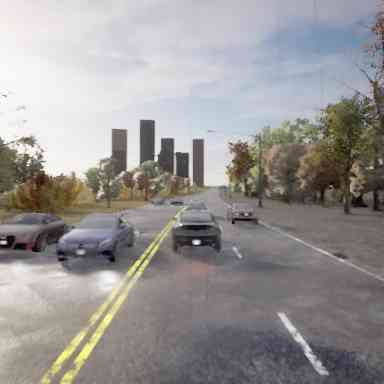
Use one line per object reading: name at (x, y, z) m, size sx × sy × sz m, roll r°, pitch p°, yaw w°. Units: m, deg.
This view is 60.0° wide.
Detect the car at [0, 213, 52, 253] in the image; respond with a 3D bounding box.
car at (-6.528, 1.562, 13.540) m, size 1.994 × 1.385 × 4.181 m, roll 0°, pitch 0°, yaw 1°

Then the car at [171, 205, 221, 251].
car at (0.177, 1.503, 14.050) m, size 1.837 × 1.490 × 4.892 m, roll 0°, pitch 0°, yaw 0°

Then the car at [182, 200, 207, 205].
car at (0.404, 1.548, 30.547) m, size 1.994 × 1.385 × 4.181 m, roll 0°, pitch 0°, yaw 1°

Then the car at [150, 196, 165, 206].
car at (-5.650, 1.427, 54.839) m, size 2.128 × 1.511 × 4.902 m, roll 0°, pitch 0°, yaw 2°

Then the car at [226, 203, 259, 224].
car at (3.569, 1.514, 24.186) m, size 2.033 × 1.411 × 5.357 m, roll 0°, pitch 0°, yaw 1°

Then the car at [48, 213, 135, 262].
car at (-3.288, 1.524, 12.213) m, size 1.812 × 1.442 × 4.674 m, roll 0°, pitch 0°, yaw 0°

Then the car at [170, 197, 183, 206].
car at (-2.418, 1.500, 54.291) m, size 1.994 × 1.385 × 4.181 m, roll 0°, pitch 0°, yaw 2°
